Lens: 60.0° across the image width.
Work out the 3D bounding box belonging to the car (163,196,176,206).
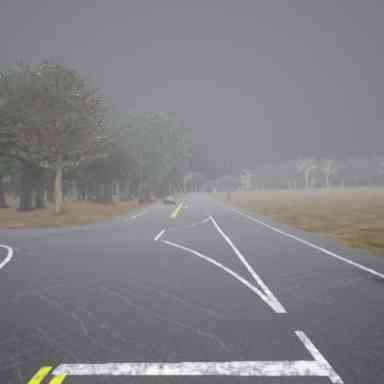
[{"bbox_3d":[-3.603,1.410,53.773,1.882,1.535,5.008,0,0,0],"label":"car"}]
